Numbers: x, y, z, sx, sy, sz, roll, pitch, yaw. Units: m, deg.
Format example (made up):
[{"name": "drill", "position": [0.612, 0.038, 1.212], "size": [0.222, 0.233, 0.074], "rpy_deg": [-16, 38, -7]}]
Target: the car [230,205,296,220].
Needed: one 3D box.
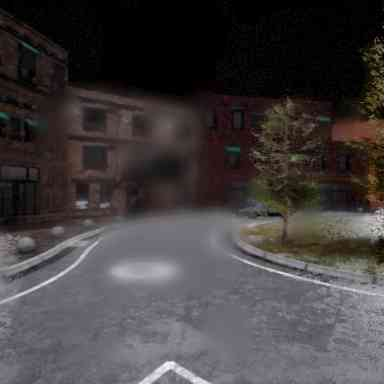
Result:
[{"name": "car", "position": [5.718, 1.393, 26.397], "size": [5.357, 1.411, 2.033], "rpy_deg": [0, 0, -24]}]
